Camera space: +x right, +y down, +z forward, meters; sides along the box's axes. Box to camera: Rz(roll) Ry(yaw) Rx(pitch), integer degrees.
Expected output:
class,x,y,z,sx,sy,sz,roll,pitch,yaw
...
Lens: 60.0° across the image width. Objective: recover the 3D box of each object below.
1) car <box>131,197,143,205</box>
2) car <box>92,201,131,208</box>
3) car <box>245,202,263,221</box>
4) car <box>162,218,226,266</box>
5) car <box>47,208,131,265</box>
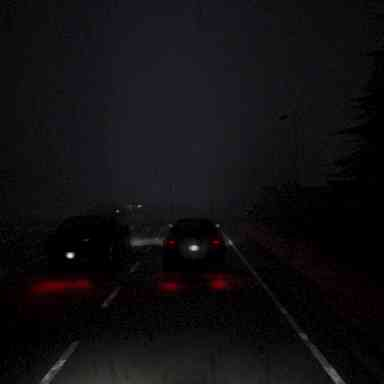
class,x,y,z,sx,sy,sz,roll,pitch,yaw
car,-10.467,1.702,63.338,1.882,1.535,5.008,0,0,0
car,-7.794,1.633,30.300,1.994,1.385,4.181,0,0,-42
car,6.827,1.533,27.516,4.902,1.511,2.128,0,-1,-14
car,0.074,1.606,11.672,1.994,1.385,4.181,0,0,0
car,-3.425,1.547,11.820,1.837,1.490,4.892,0,0,0
